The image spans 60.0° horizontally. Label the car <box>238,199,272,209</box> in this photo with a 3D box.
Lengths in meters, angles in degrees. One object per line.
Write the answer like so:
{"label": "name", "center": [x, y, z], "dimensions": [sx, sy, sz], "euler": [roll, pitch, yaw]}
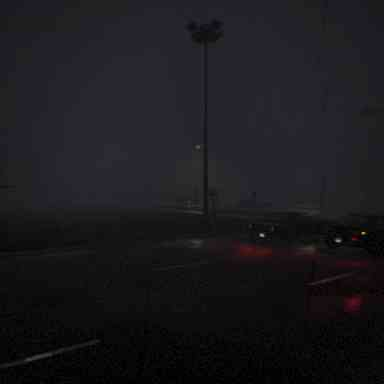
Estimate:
{"label": "car", "center": [8.345, 1.589, 44.558], "dimensions": [1.895, 1.301, 4.718], "euler": [0, 0, -35]}

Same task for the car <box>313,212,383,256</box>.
{"label": "car", "center": [7.047, 1.521, 13.082], "dimensions": [4.674, 1.442, 1.812], "euler": [0, 0, -35]}

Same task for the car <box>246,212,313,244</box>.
{"label": "car", "center": [4.878, 1.596, 15.833], "dimensions": [4.718, 1.301, 1.895], "euler": [0, 0, -35]}

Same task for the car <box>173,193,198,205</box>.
{"label": "car", "center": [-1.220, 1.205, 58.439], "dimensions": [2.150, 2.045, 5.566], "euler": [0, 0, -35]}
